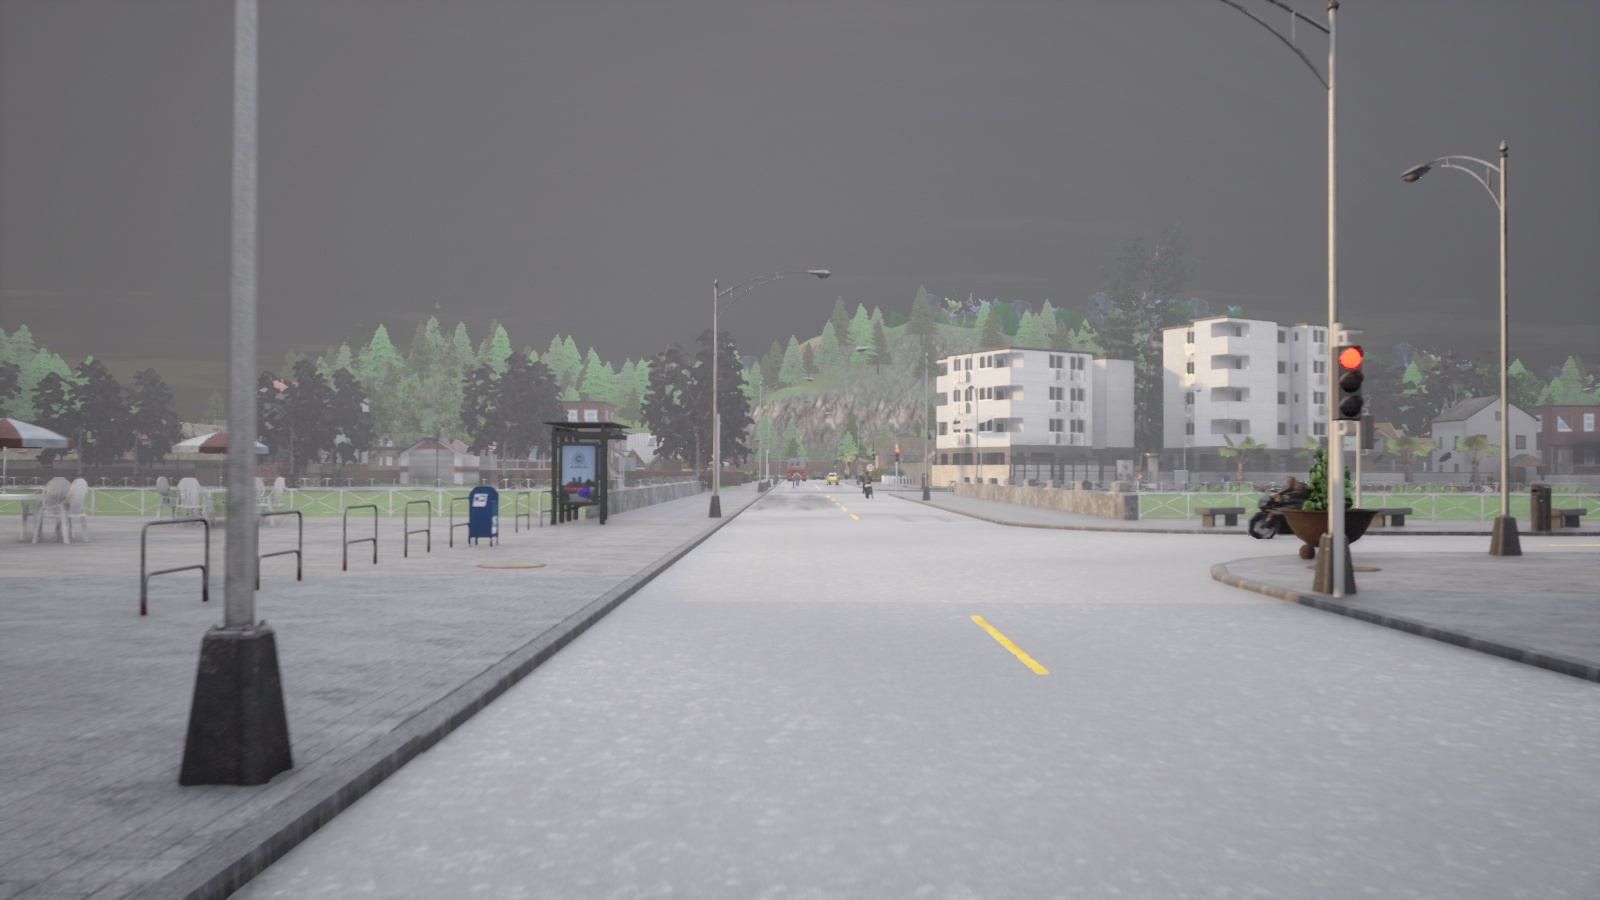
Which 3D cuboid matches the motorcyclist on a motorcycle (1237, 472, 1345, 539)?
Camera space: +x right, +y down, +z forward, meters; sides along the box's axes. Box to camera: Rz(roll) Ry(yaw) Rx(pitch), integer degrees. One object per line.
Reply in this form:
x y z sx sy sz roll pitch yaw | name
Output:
11.555 1.298 29.570 2.191 1.530 0.866 0 -1 -2 | motorcyclist on a motorcycle
